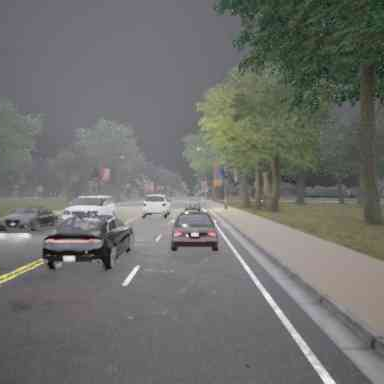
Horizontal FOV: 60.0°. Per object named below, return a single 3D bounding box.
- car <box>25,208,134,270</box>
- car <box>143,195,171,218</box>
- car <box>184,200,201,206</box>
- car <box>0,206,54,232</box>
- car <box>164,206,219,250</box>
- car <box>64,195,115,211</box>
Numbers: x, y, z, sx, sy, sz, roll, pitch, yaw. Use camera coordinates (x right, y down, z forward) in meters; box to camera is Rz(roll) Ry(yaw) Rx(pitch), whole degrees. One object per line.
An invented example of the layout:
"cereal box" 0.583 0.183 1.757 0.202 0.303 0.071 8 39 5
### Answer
"car" -3.150 1.491 10.953 2.128 1.511 4.902 0 0 0
"car" -3.152 1.254 30.447 2.150 2.045 5.566 0 0 0
"car" 0.096 1.617 38.902 2.033 1.411 5.357 0 0 0
"car" -9.772 1.571 20.133 1.994 1.385 4.181 0 0 1
"car" 0.099 1.548 14.229 2.033 1.411 5.357 0 0 0
"car" -6.505 1.224 21.655 2.150 2.045 5.566 0 0 0
